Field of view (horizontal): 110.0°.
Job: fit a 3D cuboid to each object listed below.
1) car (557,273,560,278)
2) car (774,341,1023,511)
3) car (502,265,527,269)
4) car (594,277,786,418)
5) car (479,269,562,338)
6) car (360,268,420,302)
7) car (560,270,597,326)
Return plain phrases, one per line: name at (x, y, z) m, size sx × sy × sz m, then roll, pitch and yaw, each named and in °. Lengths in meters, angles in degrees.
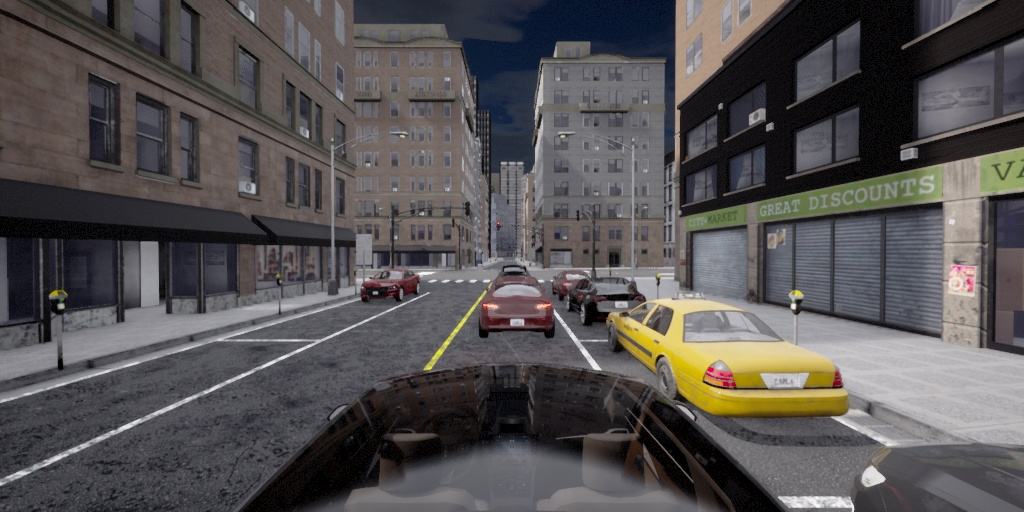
car at (2.898, 1.325, 17.087) m, size 1.802 × 1.307 × 4.207 m, roll 0°, pitch 0°, yaw 0°
car at (2.871, 1.301, 0.330) m, size 2.007 × 1.370 × 4.403 m, roll 0°, pitch 0°, yaw 0°
car at (0.126, 1.246, 20.346) m, size 1.837 × 1.490 × 4.892 m, roll 0°, pitch 0°, yaw 0°
car at (2.881, 1.274, 6.085) m, size 1.751 × 1.417 × 4.829 m, roll 0°, pitch 0°, yaw 0°
car at (0.106, 1.272, 10.067) m, size 1.812 × 1.442 × 4.674 m, roll 0°, pitch 0°, yaw 0°
car at (-5.648, 1.288, 17.098) m, size 1.888 × 1.381 × 4.507 m, roll 0°, pitch 0°, yaw 0°
car at (2.889, 1.312, 11.502) m, size 1.948 × 1.339 × 4.313 m, roll 0°, pitch 0°, yaw 0°
